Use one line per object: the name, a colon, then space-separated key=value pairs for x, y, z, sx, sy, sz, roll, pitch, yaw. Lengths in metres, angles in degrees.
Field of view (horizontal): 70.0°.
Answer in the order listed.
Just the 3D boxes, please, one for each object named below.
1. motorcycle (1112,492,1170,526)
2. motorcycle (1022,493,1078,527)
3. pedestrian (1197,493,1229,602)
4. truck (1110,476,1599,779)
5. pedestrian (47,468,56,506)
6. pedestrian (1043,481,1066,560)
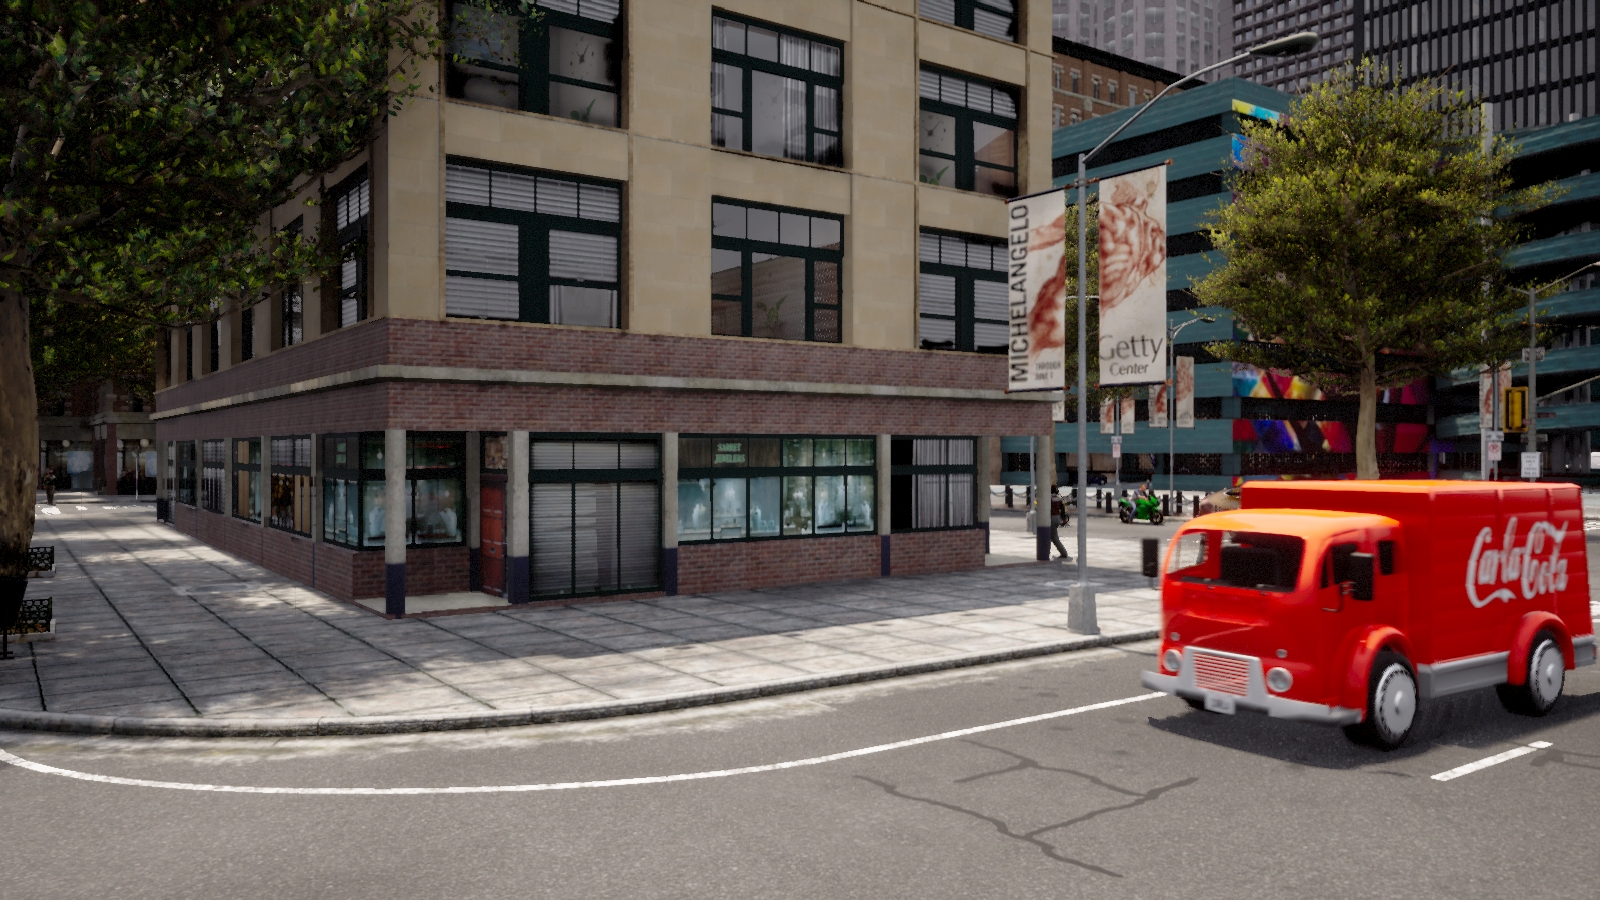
motorcycle: x=12.745 y=2.199 z=42.767 sx=0.803 sy=1.145 sz=2.033 roll=0 pitch=0 yaw=-35
motorcycle: x=9.194 y=2.200 z=42.117 sx=0.803 sy=1.145 sz=2.033 roll=0 pitch=0 yaw=-33
pedestrian: x=7.194 y=1.689 z=19.921 sx=0.375 sy=1.860 sz=0.375 roll=0 pitch=0 yaw=-16
truck: x=6.109 y=1.565 z=12.263 sx=5.204 sy=2.467 sz=2.627 roll=0 pitch=0 yaw=-34
pedestrian: x=-37.450 y=1.848 z=57.145 sx=0.375 sy=1.860 sz=0.375 roll=0 pitch=0 yaw=-37
pedestrian: x=6.116 y=1.688 z=27.428 sx=0.375 sy=1.860 sz=0.375 roll=0 pitch=0 yaw=-35
